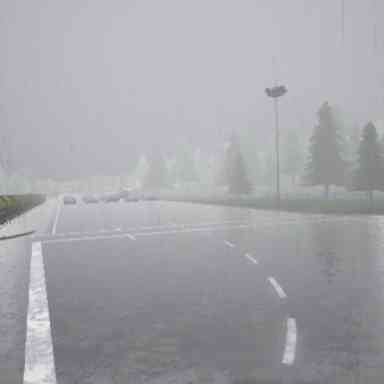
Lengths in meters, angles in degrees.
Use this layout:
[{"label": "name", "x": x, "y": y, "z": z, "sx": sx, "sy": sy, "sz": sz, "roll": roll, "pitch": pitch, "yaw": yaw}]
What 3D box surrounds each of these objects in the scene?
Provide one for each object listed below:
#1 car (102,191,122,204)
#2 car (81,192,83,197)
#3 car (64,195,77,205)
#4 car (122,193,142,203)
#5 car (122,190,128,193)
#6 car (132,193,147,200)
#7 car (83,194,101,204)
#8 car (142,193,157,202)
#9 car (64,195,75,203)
[{"label": "car", "x": -14.485, "y": 1.104, "z": 59.971, "sx": 2.097, "sy": 1.767, "sz": 4.553, "roll": -2, "pitch": 1, "yaw": -21}, {"label": "car", "x": -21.091, "y": 1.203, "z": 67.268, "sx": 2.128, "sy": 1.511, "sz": 4.902, "roll": -2, "pitch": 1, "yaw": -21}, {"label": "car", "x": -21.300, "y": 1.510, "z": 58.201, "sx": 1.994, "sy": 1.385, "sz": 4.181, "roll": -2, "pitch": 1, "yaw": -21}, {"label": "car", "x": -11.090, "y": 1.256, "z": 60.914, "sx": 1.895, "sy": 1.301, "sz": 4.718, "roll": -2, "pitch": 1, "yaw": -21}, {"label": "car", "x": -14.591, "y": 0.709, "z": 69.838, "sx": 2.150, "sy": 2.045, "sz": 5.566, "roll": -2, "pitch": 1, "yaw": -21}, {"label": "car", "x": -11.314, "y": 0.912, "z": 71.086, "sx": 2.128, "sy": 1.511, "sz": 4.902, "roll": -2, "pitch": 1, "yaw": -21}, {"label": "car", "x": -17.759, "y": 1.450, "z": 58.756, "sx": 1.895, "sy": 1.301, "sz": 4.718, "roll": -2, "pitch": 1, "yaw": -21}, {"label": "car", "x": -7.974, "y": 1.062, "z": 62.545, "sx": 1.837, "sy": 1.490, "sz": 4.892, "roll": -2, "pitch": 1, "yaw": -21}, {"label": "car", "x": -24.349, "y": 1.328, "z": 65.995, "sx": 1.994, "sy": 1.385, "sz": 4.181, "roll": -2, "pitch": 1, "yaw": -21}]
